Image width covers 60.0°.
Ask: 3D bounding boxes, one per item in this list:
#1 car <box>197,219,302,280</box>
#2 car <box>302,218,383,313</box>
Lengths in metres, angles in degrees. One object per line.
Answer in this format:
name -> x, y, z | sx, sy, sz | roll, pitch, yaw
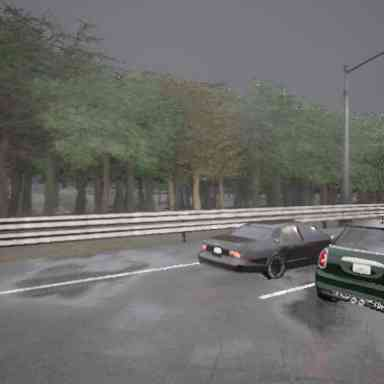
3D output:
car -> 2.729, 1.532, 9.870 | 5.357, 1.411, 2.033 | 0, 0, -34
car -> 4.674, 1.344, 6.932 | 4.553, 1.767, 2.097 | 0, 0, -34
